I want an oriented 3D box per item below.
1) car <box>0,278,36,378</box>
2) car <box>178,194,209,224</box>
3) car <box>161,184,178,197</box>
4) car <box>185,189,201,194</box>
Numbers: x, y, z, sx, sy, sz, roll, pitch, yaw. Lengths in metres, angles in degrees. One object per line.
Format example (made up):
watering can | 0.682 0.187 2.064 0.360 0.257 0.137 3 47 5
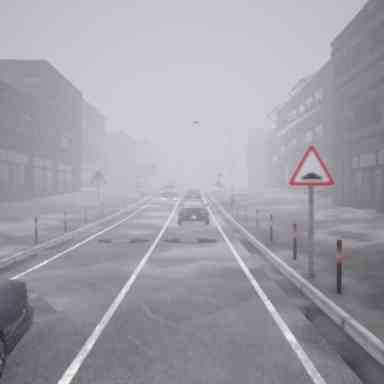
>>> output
car | -3.098 1.541 2.321 2.033 1.411 5.357 0 0 0
car | 0.095 1.152 20.915 1.812 1.442 4.674 0 2 0
car | -3.019 -0.243 45.068 2.097 1.767 4.553 0 3 1
car | 0.102 0.308 38.852 1.994 1.385 4.181 0 3 0
